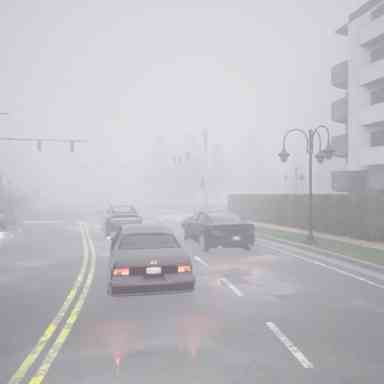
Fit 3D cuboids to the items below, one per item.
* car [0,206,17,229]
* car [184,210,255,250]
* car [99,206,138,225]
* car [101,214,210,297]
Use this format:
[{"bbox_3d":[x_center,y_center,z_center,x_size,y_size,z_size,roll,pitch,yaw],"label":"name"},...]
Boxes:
[{"bbox_3d":[-12.573,1.613,21.421,2.033,1.411,5.357,0,0,-20],"label":"car"},{"bbox_3d":[0.907,1.478,14.132,1.882,1.535,5.008,0,0,-15],"label":"car"},{"bbox_3d":[-3.918,1.492,18.190,2.128,1.511,4.902,0,0,-19],"label":"car"},{"bbox_3d":[-1.269,1.547,8.813,2.033,1.411,5.357,0,0,-12],"label":"car"}]
